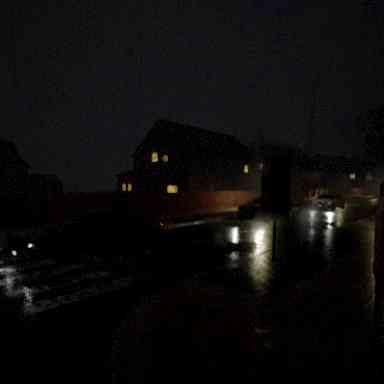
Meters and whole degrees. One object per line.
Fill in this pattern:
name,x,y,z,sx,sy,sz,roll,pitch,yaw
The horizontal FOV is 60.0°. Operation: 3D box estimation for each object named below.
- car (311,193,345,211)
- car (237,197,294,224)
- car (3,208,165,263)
car,12.474,0.866,30.310,1.812,1.442,4.674,3,3,40
car,4.725,1.015,21.032,1.882,1.535,5.008,3,3,40
car,-3.301,1.290,11.418,2.033,1.411,5.357,3,3,40
